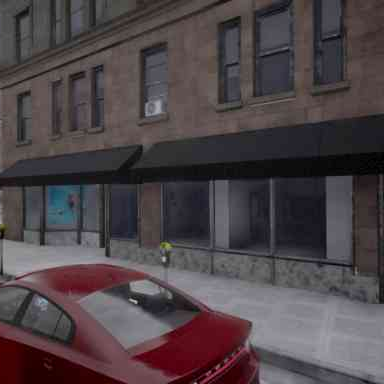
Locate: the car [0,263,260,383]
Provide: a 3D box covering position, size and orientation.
[{"bbox_3d":[-1.461,1.545,3.908,4.507,1.381,1.887,0,0,36],"label":"car"}]
